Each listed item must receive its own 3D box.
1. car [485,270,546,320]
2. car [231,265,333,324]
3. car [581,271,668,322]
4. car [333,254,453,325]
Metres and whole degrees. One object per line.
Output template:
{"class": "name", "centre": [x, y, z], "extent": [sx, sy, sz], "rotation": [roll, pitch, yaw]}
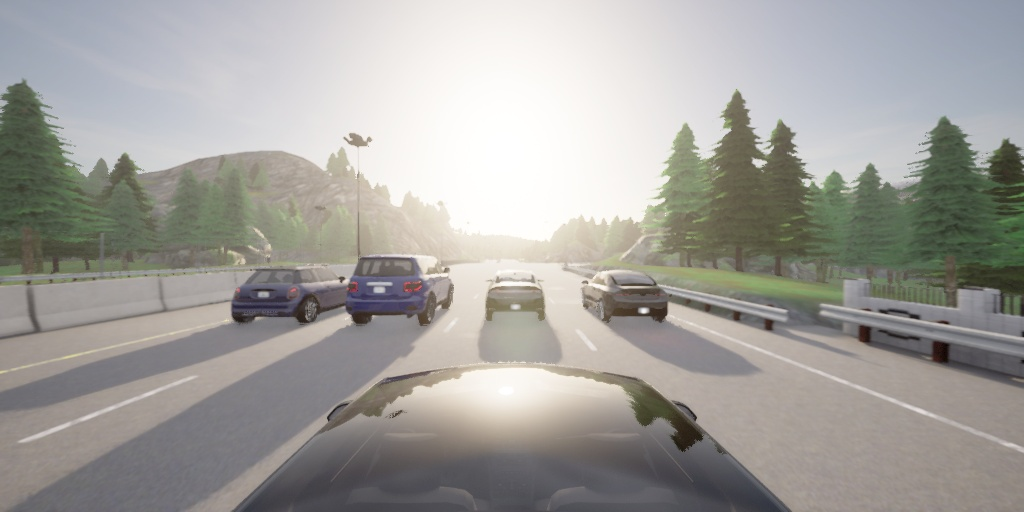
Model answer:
{"class": "car", "centre": [0.104, 1.227, 12.569], "extent": [2.128, 1.511, 4.902], "rotation": [0, 0, 0]}
{"class": "car", "centre": [-6.897, 1.089, 12.080], "extent": [2.097, 1.767, 4.553], "rotation": [0, 0, 0]}
{"class": "car", "centre": [3.604, 1.241, 12.214], "extent": [1.837, 1.490, 4.892], "rotation": [0, 0, 0]}
{"class": "car", "centre": [-3.396, 0.959, 11.865], "extent": [2.150, 2.045, 5.566], "rotation": [0, 0, 0]}
